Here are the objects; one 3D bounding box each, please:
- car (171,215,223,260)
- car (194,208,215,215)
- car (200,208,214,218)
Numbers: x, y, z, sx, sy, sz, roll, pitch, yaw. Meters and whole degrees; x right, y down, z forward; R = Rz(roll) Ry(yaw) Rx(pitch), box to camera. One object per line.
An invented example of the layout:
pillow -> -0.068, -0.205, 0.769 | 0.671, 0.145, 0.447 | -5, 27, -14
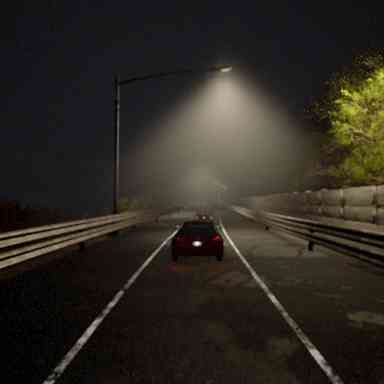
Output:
car -> 0.243, 1.879, 13.887 | 1.994, 1.385, 4.181 | 0, -2, 2
car -> 1.172, 2.378, 31.667 | 2.033, 1.411, 5.357 | 0, -2, 3
car -> 2.121, 2.839, 45.802 | 1.895, 1.301, 4.718 | 0, -2, 4
